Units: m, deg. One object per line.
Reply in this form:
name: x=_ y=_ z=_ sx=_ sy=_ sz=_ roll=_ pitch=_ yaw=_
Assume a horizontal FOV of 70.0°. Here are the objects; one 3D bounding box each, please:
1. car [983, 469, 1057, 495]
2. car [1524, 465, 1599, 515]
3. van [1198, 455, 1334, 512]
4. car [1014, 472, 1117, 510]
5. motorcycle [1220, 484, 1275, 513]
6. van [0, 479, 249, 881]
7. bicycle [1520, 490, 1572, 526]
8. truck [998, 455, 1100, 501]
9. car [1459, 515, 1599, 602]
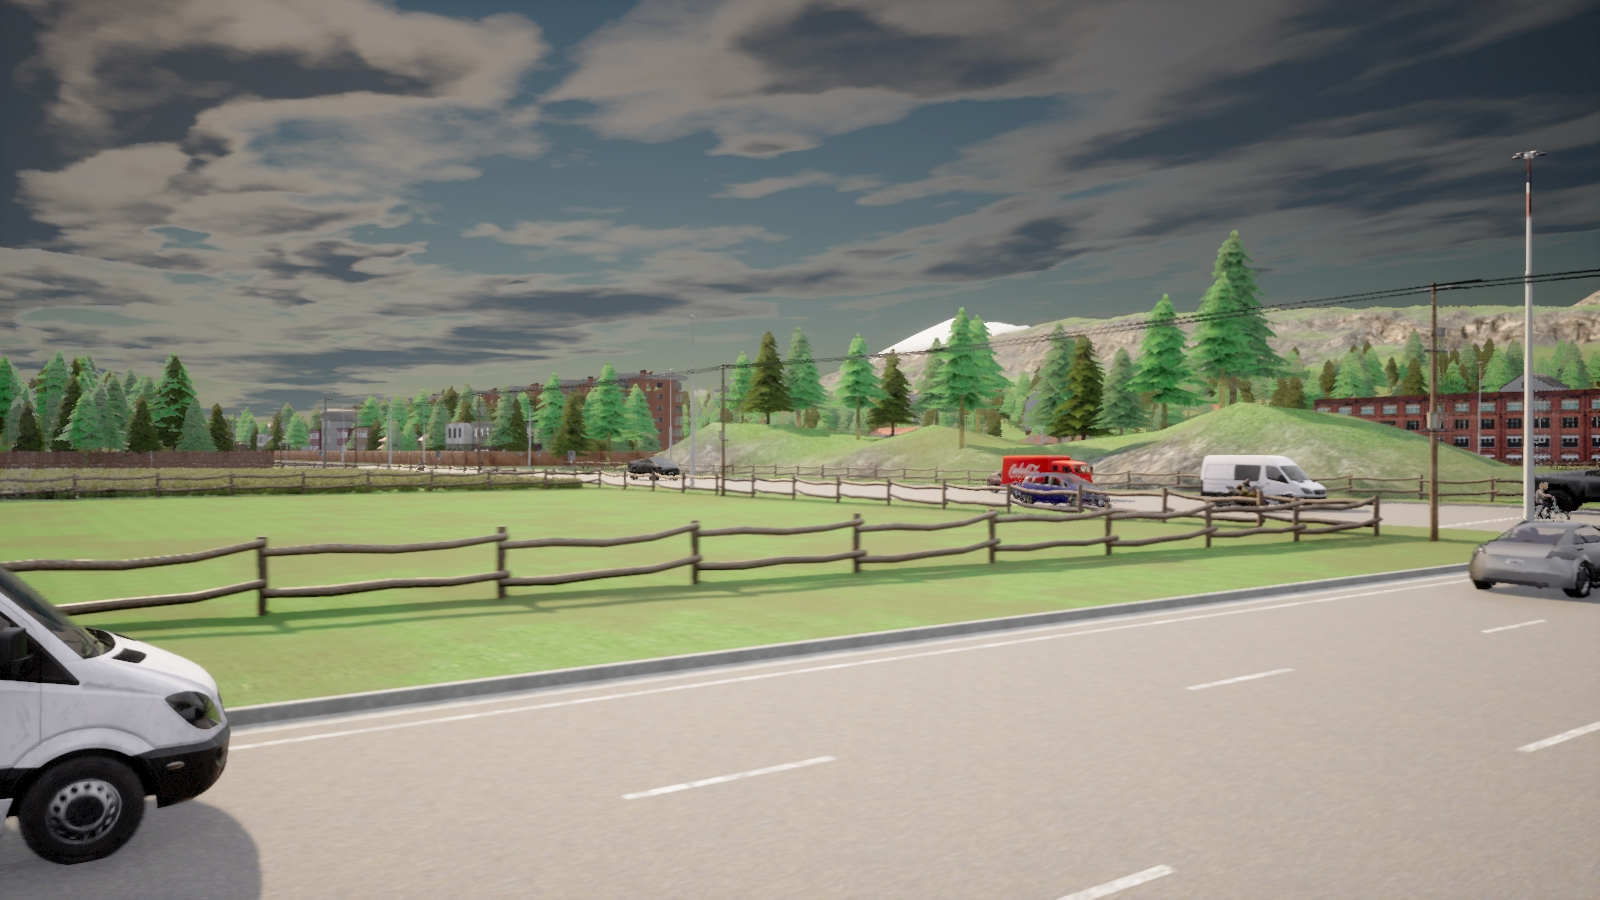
car: x=13.990 y=2.040 z=72.832 sx=2.007 sy=1.525 sz=4.514 roll=0 pitch=0 yaw=-36
car: x=35.507 y=1.754 z=49.800 sx=6.274 sy=2.098 sz=2.390 roll=0 pitch=0 yaw=44
van: x=22.376 y=1.535 z=55.167 sx=1.988 sy=2.561 sz=5.915 roll=0 pitch=0 yaw=-36
car: x=13.014 y=1.968 z=56.204 sx=2.242 sy=1.667 sz=4.611 roll=0 pitch=0 yaw=-36
motorcycle: x=20.340 y=2.206 z=52.012 sx=0.867 sy=1.251 sz=2.209 roll=0 pitch=-1 yaw=-36
van: x=-7.002 y=1.534 z=7.434 sx=5.915 sy=2.561 sz=1.988 roll=0 pitch=0 yaw=-35
bicycle: x=27.720 y=2.158 z=42.457 sx=1.487 sy=1.276 sz=0.859 roll=0 pitch=-2 yaw=42
truck: x=14.316 y=1.563 z=65.901 sx=2.627 sy=2.467 sz=5.204 roll=0 pitch=0 yaw=-39
car: x=15.386 y=2.119 z=23.163 sx=4.181 sy=1.385 sz=1.994 roll=0 pitch=0 yaw=-36
